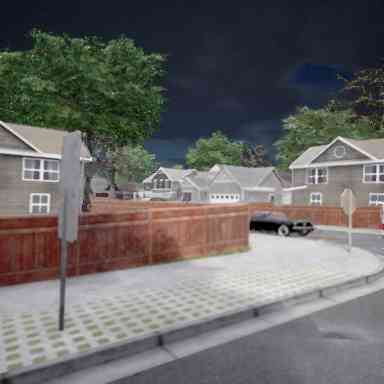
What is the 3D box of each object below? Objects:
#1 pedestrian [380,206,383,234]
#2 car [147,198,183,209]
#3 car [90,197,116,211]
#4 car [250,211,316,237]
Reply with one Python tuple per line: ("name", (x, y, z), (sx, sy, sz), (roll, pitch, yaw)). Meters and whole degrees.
("pedestrian", (11.408, 1.495, 19.587), (0.375, 1.860, 0.375), (2, -1, -35))
("car", (-1.832, 1.533, 28.191), (2.150, 2.045, 5.566), (3, -2, -35))
("car", (-11.005, 1.691, 40.517), (2.150, 2.045, 5.566), (3, -2, -37))
("car", (4.600, 1.778, 19.064), (1.895, 1.301, 4.718), (3, -2, -35))
